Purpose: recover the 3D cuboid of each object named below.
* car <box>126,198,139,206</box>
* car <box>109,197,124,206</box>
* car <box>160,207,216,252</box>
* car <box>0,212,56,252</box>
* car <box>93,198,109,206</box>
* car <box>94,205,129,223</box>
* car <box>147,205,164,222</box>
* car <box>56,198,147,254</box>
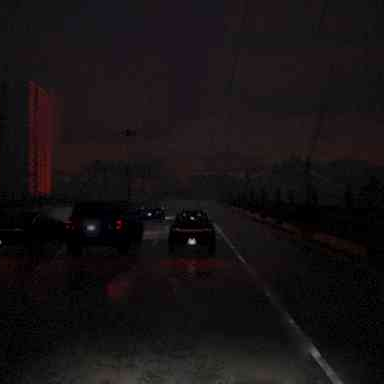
[{"bbox_3d":[-12.926,2.177,72.745,1.837,1.490,4.892,0,-1,2],"label":"car"},{"bbox_3d":[-16.423,2.034,72.878,2.097,1.767,4.553,0,-1,2],"label":"car"},{"bbox_3d":[0.007,1.629,14.495,2.128,1.511,4.902,0,0,0],"label":"car"},{"bbox_3d":[-6.992,1.629,14.498,2.128,1.511,4.902,0,0,0],"label":"car"},{"bbox_3d":[-19.923,2.157,72.949,1.882,1.535,5.008,0,-1,2],"label":"car"},{"bbox_3d":[-6.991,1.875,29.305,1.895,1.301,4.718,0,0,0],"label":"car"},{"bbox_3d":[-3.488,1.841,29.519,1.994,1.385,4.181,0,0,1],"label":"car"},{"bbox_3d":[-3.496,1.350,14.216,2.150,2.045,5.566,0,0,0],"label":"car"}]
